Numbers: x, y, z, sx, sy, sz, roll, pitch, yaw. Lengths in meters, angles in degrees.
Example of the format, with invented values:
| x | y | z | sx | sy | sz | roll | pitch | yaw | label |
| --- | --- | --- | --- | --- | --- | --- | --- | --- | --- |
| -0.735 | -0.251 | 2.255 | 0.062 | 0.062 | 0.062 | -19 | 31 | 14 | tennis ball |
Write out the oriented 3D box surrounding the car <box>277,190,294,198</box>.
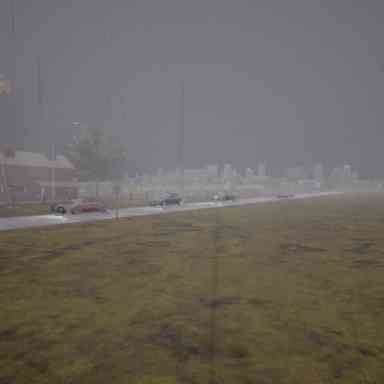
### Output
| x | y | z | sx | sy | sz | roll | pitch | yaw | label |
| --- | --- | --- | --- | --- | --- | --- | --- | --- | --- |
| 16.626 | 0.397 | 58.980 | 1.994 | 1.385 | 4.181 | 1 | 2 | 36 | car |

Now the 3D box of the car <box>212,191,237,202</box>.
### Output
| x | y | z | sx | sy | sz | roll | pitch | yaw | label |
| --- | --- | --- | --- | --- | --- | --- | --- | --- | --- |
| 4.633 | 0.621 | 47.395 | 2.128 | 1.511 | 4.902 | 1 | 2 | 36 | car |

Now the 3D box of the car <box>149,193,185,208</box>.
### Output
| x | y | z | sx | sy | sz | roll | pitch | yaw | label |
| --- | --- | --- | --- | --- | --- | --- | --- | --- | --- |
| -2.755 | 0.896 | 37.265 | 1.837 | 1.490 | 4.892 | 1 | 2 | 36 | car |

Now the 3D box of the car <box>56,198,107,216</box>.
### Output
| x | y | z | sx | sy | sz | roll | pitch | yaw | label |
| --- | --- | --- | --- | --- | --- | --- | --- | --- | --- |
| -9.316 | 1.181 | 28.222 | 1.994 | 1.385 | 4.181 | 1 | 2 | 36 | car |
